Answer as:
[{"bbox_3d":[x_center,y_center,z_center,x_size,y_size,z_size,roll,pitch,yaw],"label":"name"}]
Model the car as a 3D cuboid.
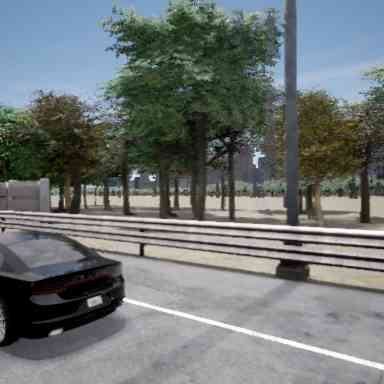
[{"bbox_3d":[-3.486,1.518,6.479,5.008,1.535,1.882,0,0,36],"label":"car"}]
